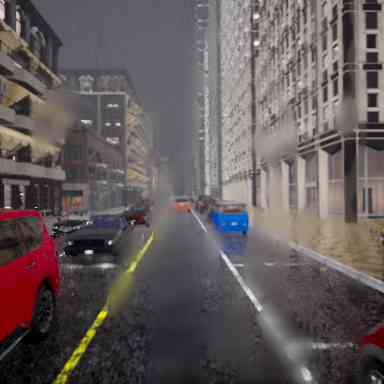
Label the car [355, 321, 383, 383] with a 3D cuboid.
[{"bbox_3d":[2.675,1.420,1.821,1.967,1.590,4.097,0,0,-2],"label":"car"}]

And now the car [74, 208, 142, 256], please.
[{"bbox_3d":[-3.541,1.641,13.816,2.033,1.411,5.357,-1,0,-2],"label":"car"}]

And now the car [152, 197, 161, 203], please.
[{"bbox_3d":[-8.481,1.977,80.385,1.752,1.417,4.829,-1,0,-2],"label":"car"}]

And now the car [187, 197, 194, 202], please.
[{"bbox_3d":[-0.511,2.013,92.141,1.802,1.307,4.206,-1,0,-2],"label":"car"}]

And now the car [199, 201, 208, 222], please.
[{"bbox_3d":[1.879,1.633,24.400,2.008,1.369,4.403,-1,0,-2],"label":"car"}]

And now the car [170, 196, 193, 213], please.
[{"bbox_3d":[-1.282,1.537,40.326,2.097,1.767,4.553,-1,0,-2],"label":"car"}]

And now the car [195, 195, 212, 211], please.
[{"bbox_3d":[1.845,1.492,37.287,2.097,1.767,4.553,-1,0,-2],"label":"car"}]

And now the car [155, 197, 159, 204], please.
[{"bbox_3d":[-7.889,1.928,63.620,1.947,1.339,4.313,-1,0,-2],"label":"car"}]

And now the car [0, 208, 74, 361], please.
[{"bbox_3d":[-3.213,1.270,3.572,2.150,2.045,5.566,-1,0,-4],"label":"car"}]

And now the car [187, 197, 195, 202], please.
[{"bbox_3d":[-0.311,1.965,86.495,1.947,1.339,4.313,-1,0,-2],"label":"car"}]

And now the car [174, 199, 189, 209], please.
[{"bbox_3d":[-1.604,1.781,50.052,2.033,1.411,5.357,-1,0,-4],"label":"car"}]

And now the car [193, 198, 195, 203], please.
[{"bbox_3d":[1.588,1.402,44.343,2.150,2.045,5.566,-1,0,-2],"label":"car"}]

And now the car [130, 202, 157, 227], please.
[{"bbox_3d":[-3.881,1.704,23.867,1.994,1.385,4.181,-1,0,-2],"label":"car"}]

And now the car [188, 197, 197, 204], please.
[{"bbox_3d":[0.087,1.918,75.205,1.802,1.307,4.206,-1,0,-2],"label":"car"}]

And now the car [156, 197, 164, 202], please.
[{"bbox_3d":[-8.885,2.061,91.845,1.887,1.381,4.507,-1,0,-2],"label":"car"}]

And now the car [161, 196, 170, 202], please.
[{"bbox_3d":[-5.685,1.679,77.350,2.097,1.767,4.553,-1,0,-2],"label":"car"}]

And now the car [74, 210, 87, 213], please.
[{"bbox_3d":[-6.296,1.692,18.460,2.008,1.369,4.403,-1,0,-2],"label":"car"}]

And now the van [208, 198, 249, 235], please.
[{"bbox_3d":[2.076,1.397,18.756,1.690,1.788,3.998,-1,0,-2],"label":"van"}]

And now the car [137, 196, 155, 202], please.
[{"bbox_3d":[-7.494,1.620,52.331,2.192,1.841,5.009,-1,0,-2],"label":"car"}]

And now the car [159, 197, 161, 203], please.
[{"bbox_3d":[-8.088,1.942,69.264,2.008,1.369,4.403,-1,0,-2],"label":"car"}]
